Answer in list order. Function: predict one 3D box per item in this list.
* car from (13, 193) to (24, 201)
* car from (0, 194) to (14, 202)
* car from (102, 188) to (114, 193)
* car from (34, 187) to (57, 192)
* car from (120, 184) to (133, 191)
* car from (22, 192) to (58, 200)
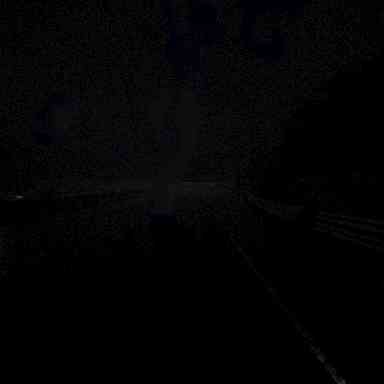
[{"bbox_3d":[-26.267,0.766,50.270,1.895,1.301,4.718,0,2,-1],"label":"car"},{"bbox_3d":[-20.578,1.119,33.969,1.994,1.385,4.181,0,1,2],"label":"car"},{"bbox_3d":[-18.928,-0.240,75.467,1.812,1.442,4.674,0,2,2],"label":"car"},{"bbox_3d":[-23.338,0.318,52.619,2.150,2.045,5.566,0,2,2],"label":"car"},{"bbox_3d":[-15.318,-0.790,78.180,2.150,2.045,5.566,0,2,2],"label":"car"},{"bbox_3d":[-16.954,1.032,37.818,1.994,1.385,4.181,0,1,2],"label":"car"}]
